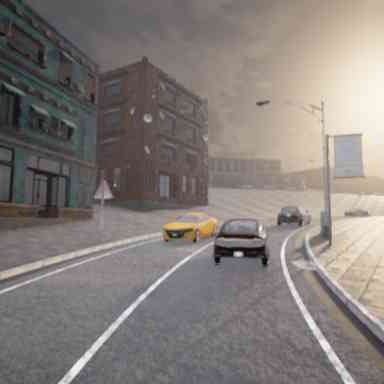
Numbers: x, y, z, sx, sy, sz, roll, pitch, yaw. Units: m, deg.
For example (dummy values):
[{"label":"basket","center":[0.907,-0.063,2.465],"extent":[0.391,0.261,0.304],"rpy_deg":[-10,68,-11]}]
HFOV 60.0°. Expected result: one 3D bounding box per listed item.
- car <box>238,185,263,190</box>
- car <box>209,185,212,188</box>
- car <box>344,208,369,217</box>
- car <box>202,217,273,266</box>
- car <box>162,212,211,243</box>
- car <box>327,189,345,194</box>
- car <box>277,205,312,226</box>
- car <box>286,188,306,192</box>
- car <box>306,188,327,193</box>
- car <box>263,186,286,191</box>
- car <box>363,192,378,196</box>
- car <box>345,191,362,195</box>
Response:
[{"label":"car","center":[12.434,-0.708,73.421],"extent":[4.892,1.521,2.231],"rpy_deg":[2,-6,-16]},{"label":"car","center":[1.918,-1.179,70.434],"extent":[4.553,1.767,2.185],"rpy_deg":[2,-6,-16]},{"label":"car","center":[25.007,3.101,50.644],"extent":[4.181,1.385,1.994],"rpy_deg":[1,-5,-32]},{"label":"car","center":[2.012,1.760,12.720],"extent":[2.128,1.511,4.902],"rpy_deg":[-1,-1,13]},{"label":"car","center":[-0.006,1.924,18.945],"extent":[1.882,1.535,5.008],"rpy_deg":[-2,-2,20]},{"label":"car","center":[33.506,0.043,80.159],"extent":[4.553,1.767,2.185],"rpy_deg":[3,-6,-19]},{"label":"car","center":[9.156,2.029,29.531],"extent":[2.097,1.767,4.553],"rpy_deg":[-3,-3,31]},{"label":"car","center":[23.037,-0.265,76.563],"extent":[4.674,1.452,2.002],"rpy_deg":[2,-6,-17]},{"label":"car","center":[28.302,-0.073,78.305],"extent":[5.008,1.535,2.097],"rpy_deg":[3,-6,-18]},{"label":"car","center":[17.737,-0.520,74.941],"extent":[4.892,1.521,2.231],"rpy_deg":[2,-6,-16]},{"label":"car","center":[43.966,0.732,84.237],"extent":[4.674,1.452,2.002],"rpy_deg":[3,-6,-22]},{"label":"car","center":[38.852,0.460,82.179],"extent":[4.792,1.488,2.163],"rpy_deg":[3,-6,-21]}]
